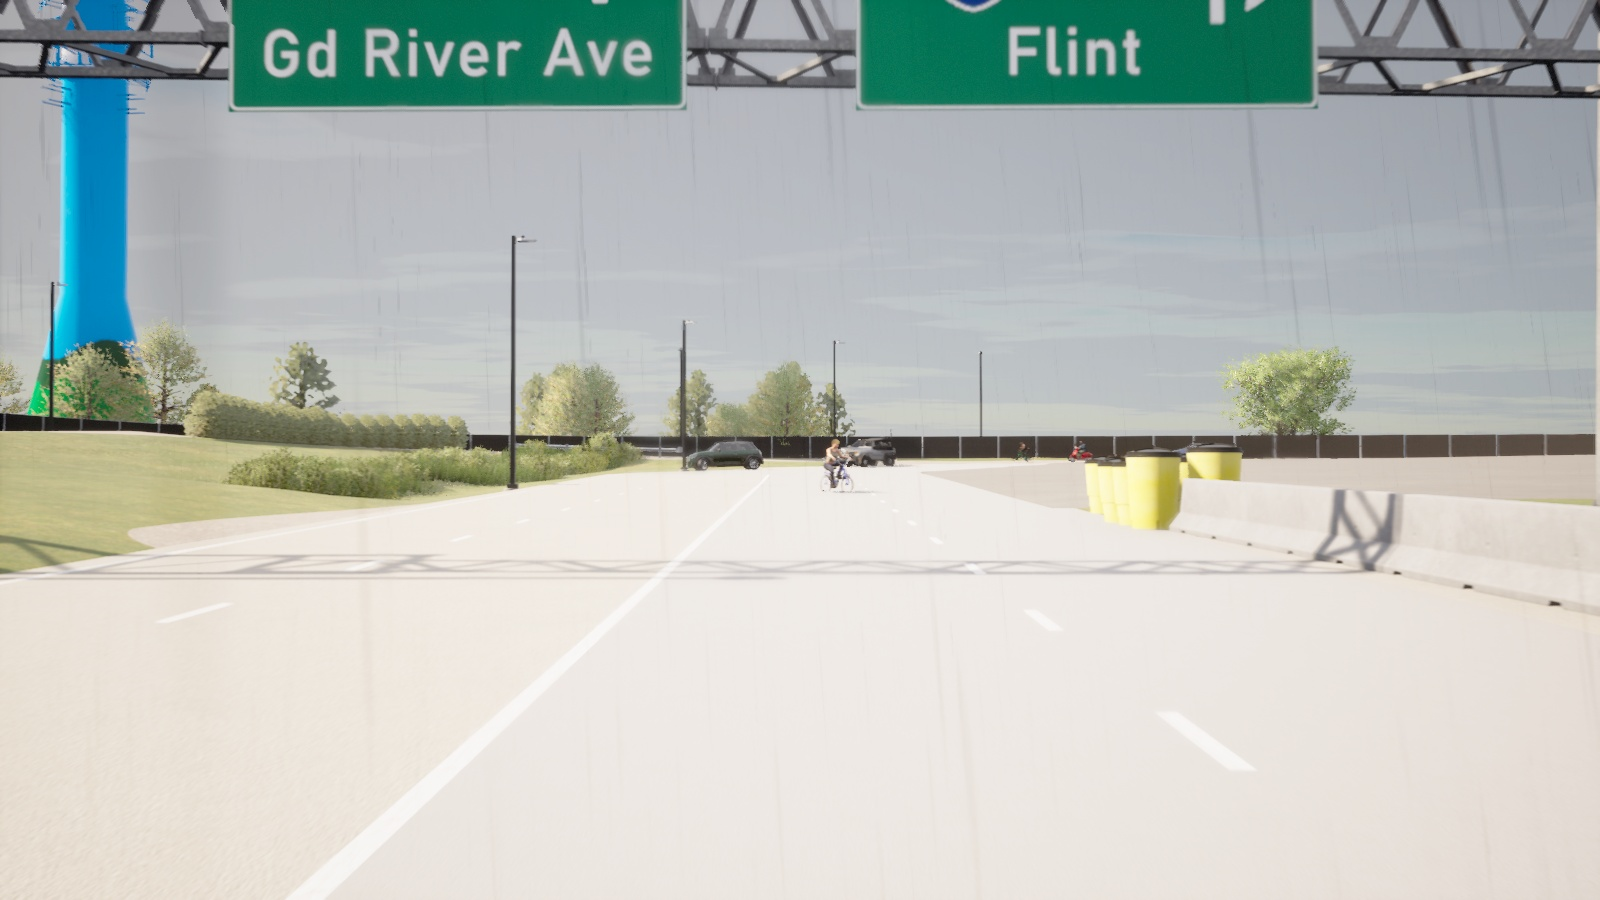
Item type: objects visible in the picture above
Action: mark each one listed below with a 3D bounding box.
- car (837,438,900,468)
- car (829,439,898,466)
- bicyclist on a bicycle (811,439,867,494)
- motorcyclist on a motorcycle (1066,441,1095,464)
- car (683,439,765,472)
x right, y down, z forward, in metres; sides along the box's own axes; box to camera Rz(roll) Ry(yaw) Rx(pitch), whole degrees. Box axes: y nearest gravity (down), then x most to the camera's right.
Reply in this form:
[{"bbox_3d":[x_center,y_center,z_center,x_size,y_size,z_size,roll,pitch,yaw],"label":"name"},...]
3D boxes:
[{"bbox_3d":[4.512,0.181,82.312,3.866,1.878,1.905,-1,1,-42],"label":"car"},{"bbox_3d":[4.400,0.155,86.610,4.605,1.855,1.932,-1,1,-37],"label":"car"},{"bbox_3d":[1.144,0.480,37.244,0.866,1.612,1.509,1,0,-40],"label":"bicyclist on a bicycle"},{"bbox_3d":[20.237,0.165,90.603,1.817,1.590,0.866,-1,1,-12],"label":"motorcyclist on a motorcycle"},{"bbox_3d":[-4.495,0.315,74.209,4.553,1.767,2.097,-1,0,-12],"label":"car"}]
